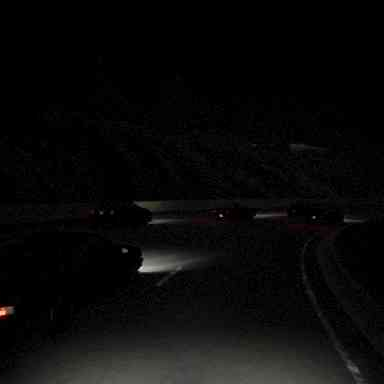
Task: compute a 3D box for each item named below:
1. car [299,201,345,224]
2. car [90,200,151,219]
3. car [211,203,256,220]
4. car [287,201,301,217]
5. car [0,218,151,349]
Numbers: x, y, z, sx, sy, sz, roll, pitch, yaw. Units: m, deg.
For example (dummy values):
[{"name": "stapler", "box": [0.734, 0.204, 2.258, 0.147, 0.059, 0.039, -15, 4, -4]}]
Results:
[{"name": "car", "box": [10.166, 1.606, 25.454, 1.812, 1.442, 4.674, 0, 0, 40]}, {"name": "car", "box": [-4.652, 1.327, 22.408, 2.097, 1.767, 4.553, 1, 0, 26]}, {"name": "car", "box": [3.738, 1.637, 28.689, 1.895, 1.301, 4.718, 0, 0, 38]}, {"name": "car", "box": [10.810, 1.565, 31.178, 5.008, 1.535, 1.882, 0, 0, -44]}, {"name": "car", "box": [-2.634, 1.531, 6.704, 2.033, 1.411, 5.357, 0, 0, 10]}]
